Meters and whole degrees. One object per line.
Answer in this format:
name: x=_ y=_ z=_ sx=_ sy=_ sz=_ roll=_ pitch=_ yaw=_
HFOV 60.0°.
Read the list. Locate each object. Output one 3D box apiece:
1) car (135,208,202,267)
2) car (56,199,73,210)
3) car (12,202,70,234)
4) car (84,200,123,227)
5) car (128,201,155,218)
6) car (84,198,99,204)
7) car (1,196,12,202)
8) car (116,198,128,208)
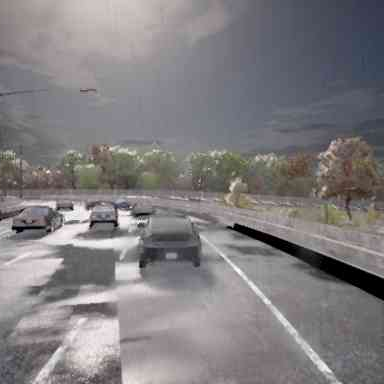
car: x=-0.803 y=1.499 z=11.413 sx=1.837 sy=1.490 sz=4.892 roll=0 pitch=0 yaw=-6
car: x=-16.582 y=1.608 z=43.225 sx=1.994 sy=1.385 sz=4.181 roll=0 pitch=0 yaw=-24
car: x=-8.934 y=1.573 z=19.676 sx=2.033 sy=1.411 sz=5.357 roll=0 pitch=0 yaw=-11
car: x=-6.058 y=1.558 z=23.077 sx=2.033 sy=1.411 sz=5.357 roll=0 pitch=0 yaw=-13
car: x=-4.497 y=1.563 z=30.598 sx=1.994 sy=1.385 sz=4.181 roll=0 pitch=0 yaw=-16
car: x=-13.236 y=1.535 z=44.332 sx=1.837 sy=1.490 sz=4.892 roll=0 pitch=0 yaw=-24
car: x=-46.172 y=1.686 z=81.884 sx=5.357 sy=1.411 sz=2.033 roll=0 pitch=0 yaw=39
car: x=-9.507 y=1.537 z=44.561 sx=1.812 sy=1.442 sz=4.674 roll=0 pitch=0 yaw=-23
